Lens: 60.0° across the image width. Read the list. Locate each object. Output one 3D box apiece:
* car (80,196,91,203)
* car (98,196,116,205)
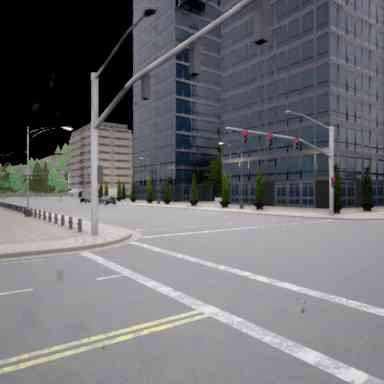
[{"bbox_3d":[-20.626,1.490,65.703,2.033,1.411,5.357,0,0,-33],"label":"car"},{"bbox_3d":[-14.661,1.447,57.188,1.837,1.490,4.892,0,0,-35],"label":"car"}]
